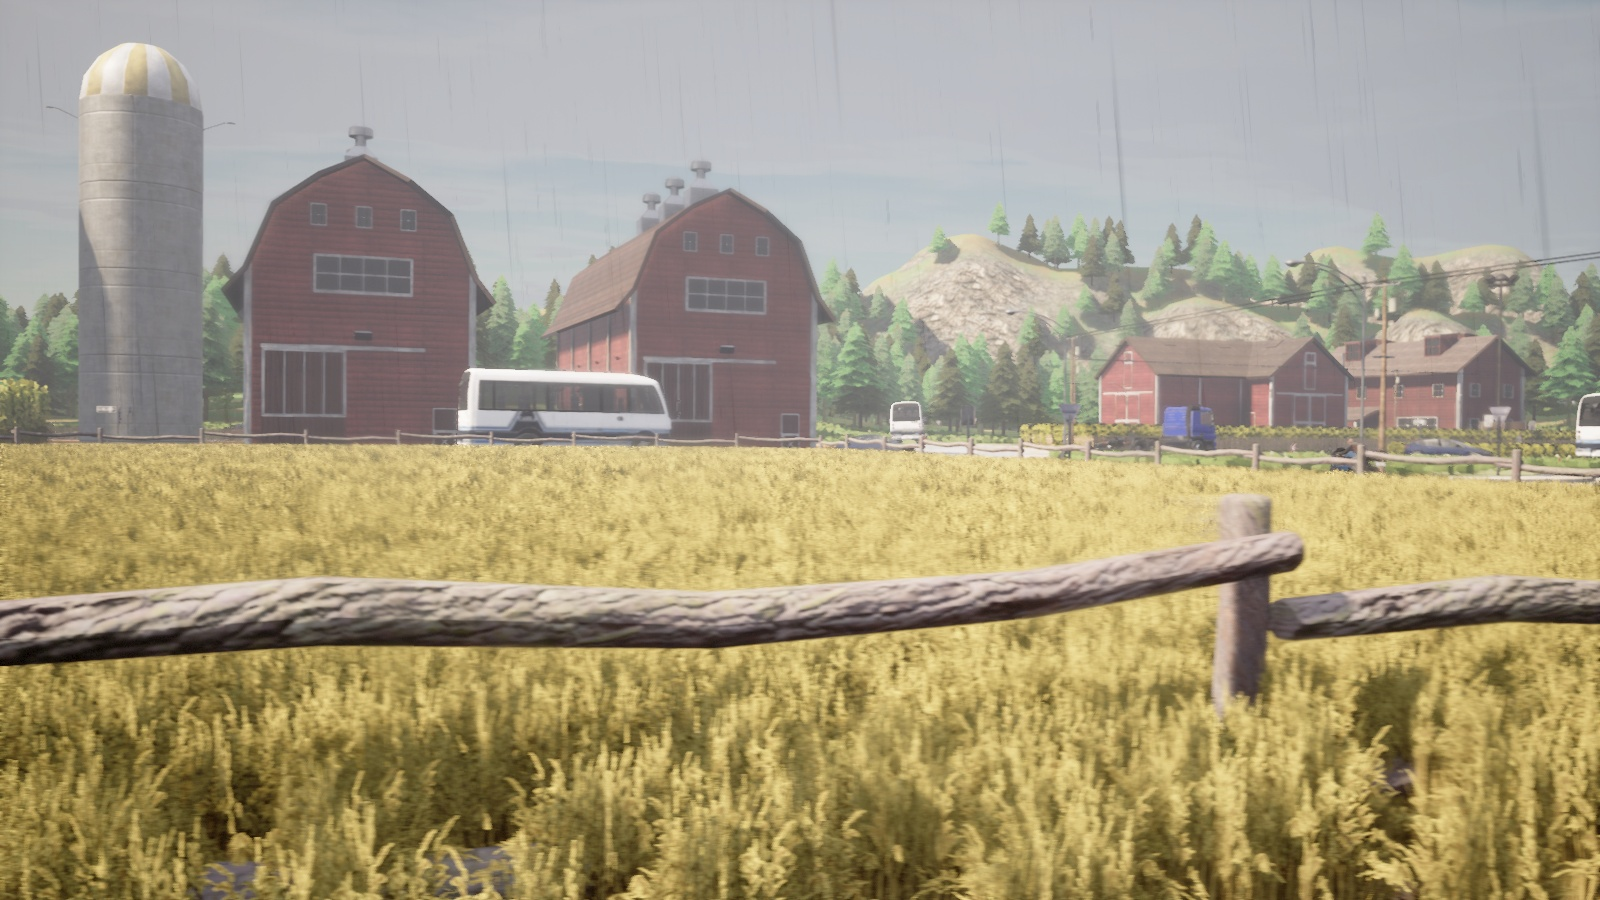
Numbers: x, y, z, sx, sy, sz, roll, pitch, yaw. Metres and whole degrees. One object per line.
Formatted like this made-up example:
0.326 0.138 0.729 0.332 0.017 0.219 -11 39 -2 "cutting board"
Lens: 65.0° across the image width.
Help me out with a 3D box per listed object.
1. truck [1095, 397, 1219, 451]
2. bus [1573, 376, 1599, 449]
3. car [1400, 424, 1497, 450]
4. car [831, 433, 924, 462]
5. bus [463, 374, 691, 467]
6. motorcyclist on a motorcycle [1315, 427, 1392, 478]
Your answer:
23.413 -1.711 82.278 7.936 3.462 2.891 -1 1 -27 "truck"
51.852 -2.277 75.064 10.273 4.253 3.944 -1 1 -19 "bus"
38.623 -0.764 74.852 4.792 1.488 2.163 0 1 40 "car"
3.768 -0.136 61.400 4.181 1.385 1.994 0 1 39 "car"
-10.872 -1.422 61.297 10.273 4.253 3.944 -1 1 -24 "bus"
17.144 0.064 38.949 0.866 1.530 2.191 -1 1 -21 "motorcyclist on a motorcycle"
